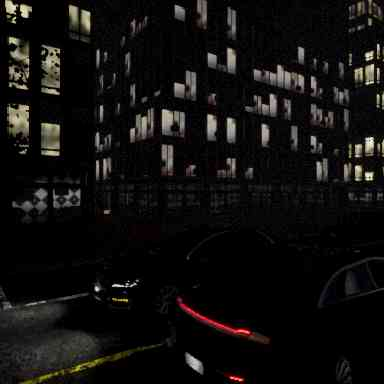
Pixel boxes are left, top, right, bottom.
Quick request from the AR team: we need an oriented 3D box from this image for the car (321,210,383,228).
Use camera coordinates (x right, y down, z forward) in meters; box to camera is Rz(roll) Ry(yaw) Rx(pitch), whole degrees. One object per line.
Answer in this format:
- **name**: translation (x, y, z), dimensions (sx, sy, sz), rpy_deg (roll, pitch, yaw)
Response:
- **car**: translation (8.140, 1.563, 16.226), dimensions (4.313, 1.339, 1.947), rpy_deg (0, 0, -36)

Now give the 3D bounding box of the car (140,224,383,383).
- **car**: translation (1.992, 1.491, 4.731), dimensions (4.902, 1.511, 2.128), rpy_deg (0, 0, -36)

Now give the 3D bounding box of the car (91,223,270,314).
- **car**: translation (0.259, 1.505, 7.426), dimensions (4.892, 1.490, 1.837), rpy_deg (0, 0, -36)
